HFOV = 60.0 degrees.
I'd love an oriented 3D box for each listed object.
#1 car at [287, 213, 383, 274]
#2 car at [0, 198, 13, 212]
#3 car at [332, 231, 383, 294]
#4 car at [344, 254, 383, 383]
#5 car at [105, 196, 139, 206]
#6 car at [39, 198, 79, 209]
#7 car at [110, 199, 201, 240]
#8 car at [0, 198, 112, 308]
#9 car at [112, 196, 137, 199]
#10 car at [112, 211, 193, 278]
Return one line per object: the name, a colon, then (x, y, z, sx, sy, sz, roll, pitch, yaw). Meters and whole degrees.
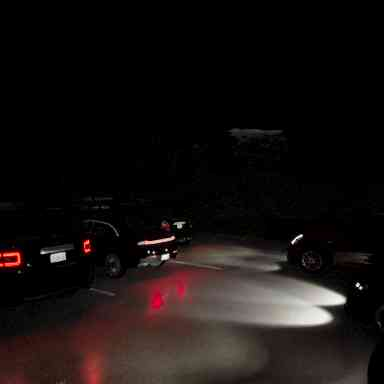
car: (4.981, 1.352, 9.040, 4.553, 1.767, 2.097, 0, 0, 36)
car: (-21.910, 1.402, 35.143, 2.128, 1.511, 4.902, 0, 0, 36)
car: (4.607, 1.564, 4.996, 4.181, 1.385, 1.994, 0, 0, 36)
car: (3.554, 1.474, 1.452, 5.008, 1.535, 1.882, 0, 0, 35)
car: (-11.034, 1.376, 52.475, 5.008, 1.535, 1.882, 0, 0, -41)
car: (-18.153, 1.491, 45.554, 1.895, 1.301, 4.718, 0, 0, 43)
car: (-2.206, 1.351, 14.123, 4.553, 1.767, 2.097, 0, 0, 35)
car: (-4.551, 1.221, 7.228, 5.566, 2.045, 2.150, 0, 0, 33)
car: (-10.714, 1.458, 48.202, 5.357, 1.411, 2.033, 0, 0, -43)
car: (-2.666, 1.491, 10.154, 4.902, 1.511, 2.128, 0, 0, 36)
